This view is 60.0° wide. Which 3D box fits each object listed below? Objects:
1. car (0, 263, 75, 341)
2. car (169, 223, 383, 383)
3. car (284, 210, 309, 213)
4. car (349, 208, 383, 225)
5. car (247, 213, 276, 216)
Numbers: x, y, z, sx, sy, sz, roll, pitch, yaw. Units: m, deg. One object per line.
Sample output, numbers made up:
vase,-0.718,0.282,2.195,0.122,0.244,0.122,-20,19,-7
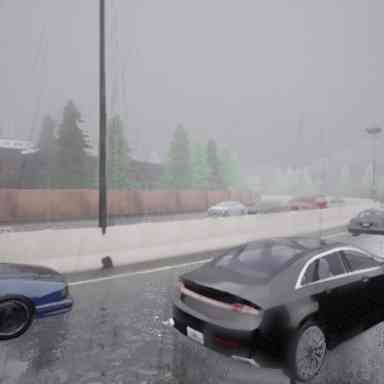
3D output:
car,-4.641,1.574,4.836,5.357,1.411,2.033,0,0,-35
car,1.941,1.501,5.496,4.902,1.511,2.128,0,0,-38
car,9.611,1.267,27.890,2.150,2.045,5.566,0,0,39
car,9.854,1.566,17.347,2.033,1.411,5.357,0,0,44
car,6.764,1.563,29.977,1.837,1.490,4.892,0,0,39
